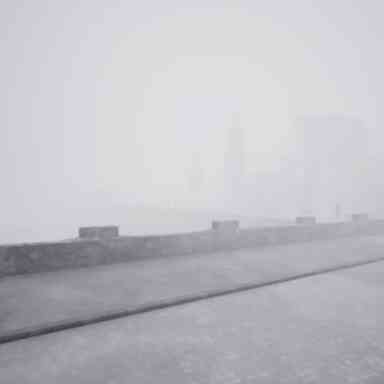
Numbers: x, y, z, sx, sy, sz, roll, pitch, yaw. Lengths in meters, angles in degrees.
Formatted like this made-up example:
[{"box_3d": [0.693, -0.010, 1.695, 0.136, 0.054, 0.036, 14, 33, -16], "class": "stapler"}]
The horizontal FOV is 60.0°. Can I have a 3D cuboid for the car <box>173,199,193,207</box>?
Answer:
[{"box_3d": [-1.758, 2.001, 61.397, 1.812, 1.442, 4.674, 1, -1, -35], "class": "car"}]
